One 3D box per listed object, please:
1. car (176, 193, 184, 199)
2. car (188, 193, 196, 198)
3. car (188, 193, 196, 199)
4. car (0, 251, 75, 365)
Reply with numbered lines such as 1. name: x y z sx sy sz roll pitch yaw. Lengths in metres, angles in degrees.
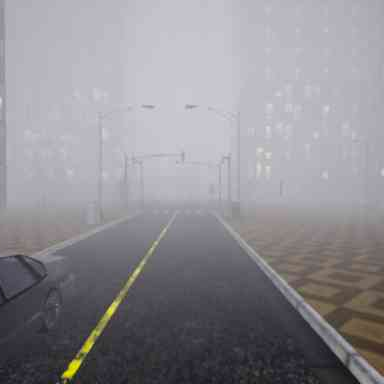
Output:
1. car: -3.010 0.948 82.767 1.882 1.535 5.008 0 0 0
2. car: -0.011 0.930 94.446 2.128 1.511 4.902 0 0 0
3. car: -0.010 1.016 81.945 2.033 1.411 5.357 0 0 0
4. car: -3.102 1.518 3.950 2.033 1.411 5.357 0 0 0
